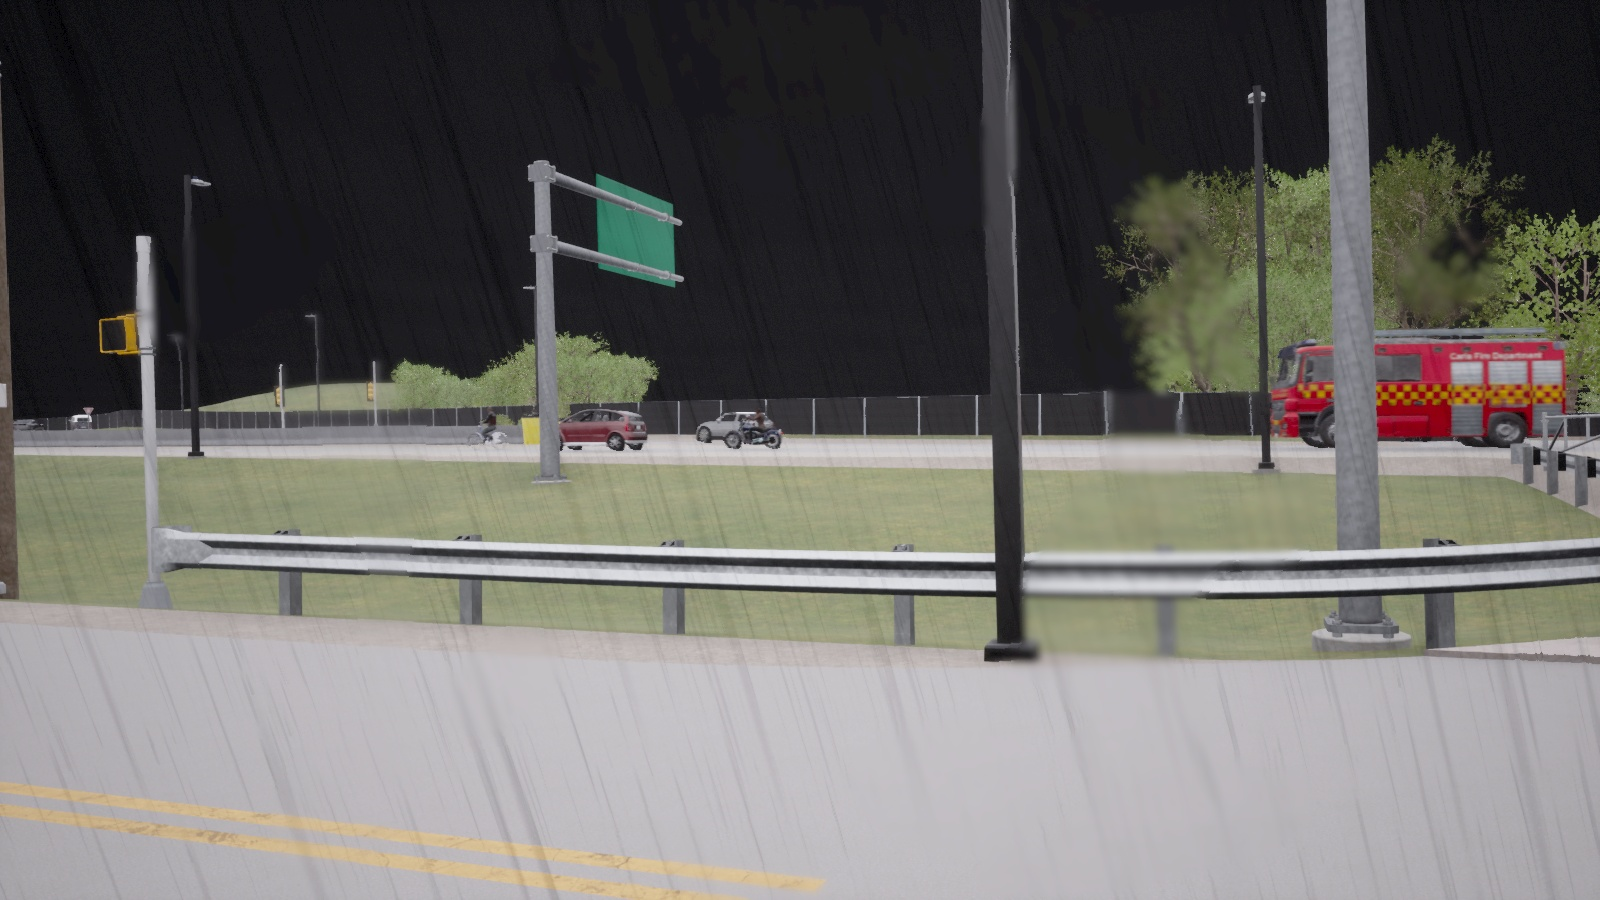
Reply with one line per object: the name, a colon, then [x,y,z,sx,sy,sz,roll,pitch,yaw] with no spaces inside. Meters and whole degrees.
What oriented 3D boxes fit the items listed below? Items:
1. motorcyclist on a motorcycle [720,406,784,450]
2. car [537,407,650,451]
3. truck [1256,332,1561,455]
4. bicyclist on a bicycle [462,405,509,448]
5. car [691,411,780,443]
motorcyclist on a motorcycle: [-1.834,-0.821,47.938,2.350,1.649,0.766,0,1,19]
car: [-7.580,-0.772,46.250,3.705,1.549,1.789,0,1,19]
truck: [19.688,-1.805,41.152,8.468,3.827,2.891,0,1,9]
bicyclist on a bicycle: [-13.000,-0.971,51.866,1.843,1.776,0.659,1,1,19]
car: [-3.052,-1.096,58.944,3.806,1.475,1.970,1,2,39]
